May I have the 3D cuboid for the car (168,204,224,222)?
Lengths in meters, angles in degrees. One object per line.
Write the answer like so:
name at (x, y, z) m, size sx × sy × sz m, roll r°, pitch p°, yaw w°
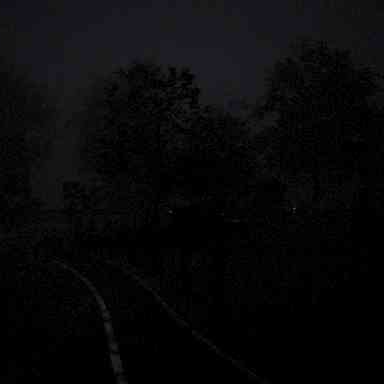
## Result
car at (0.366, 1.870, 29.450) m, size 4.892 × 1.490 × 1.837 m, roll 0°, pitch -1°, yaw -7°
